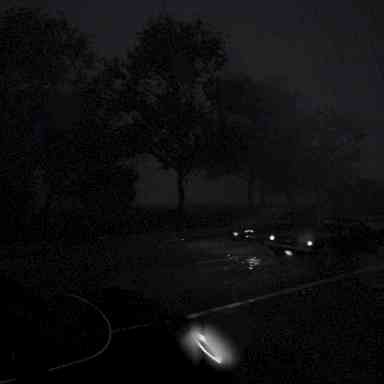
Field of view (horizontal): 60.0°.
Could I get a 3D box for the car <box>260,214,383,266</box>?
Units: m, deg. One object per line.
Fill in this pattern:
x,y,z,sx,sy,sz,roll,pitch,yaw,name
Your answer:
4.835,1.604,11.736,4.718,1.301,1.895,0,0,-35,car

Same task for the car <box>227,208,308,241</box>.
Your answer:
3.799,1.509,15.295,4.892,1.490,1.837,0,0,-35,car

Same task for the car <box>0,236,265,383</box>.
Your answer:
-1.840,1.353,2.434,4.553,1.767,2.097,0,0,-36,car
